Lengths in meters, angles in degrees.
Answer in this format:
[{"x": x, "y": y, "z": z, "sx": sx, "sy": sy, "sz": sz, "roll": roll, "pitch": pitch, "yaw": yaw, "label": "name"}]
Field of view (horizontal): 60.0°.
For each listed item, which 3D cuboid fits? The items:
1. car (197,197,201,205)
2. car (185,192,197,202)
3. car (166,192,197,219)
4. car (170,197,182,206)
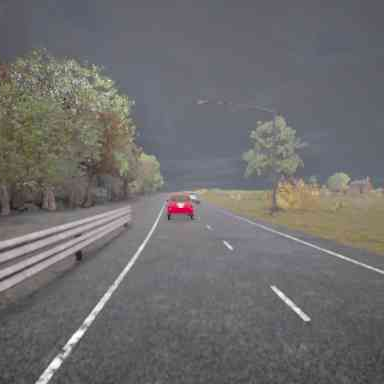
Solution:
[{"x": 0.447, "y": 1.593, "z": 59.687, "sx": 1.895, "sy": 1.301, "sz": 4.718, "roll": 0, "pitch": 0, "yaw": -4, "label": "car"}, {"x": -0.173, "y": 1.045, "z": 69.675, "sx": 2.150, "sy": 2.045, "sz": 5.566, "roll": 0, "pitch": 0, "yaw": -4, "label": "car"}, {"x": -1.054, "y": 1.225, "z": 28.964, "sx": 2.150, "sy": 2.045, "sz": 5.566, "roll": 0, "pitch": 0, "yaw": -4, "label": "car"}, {"x": -2.617, "y": 1.563, "z": 54.146, "sx": 1.994, "sy": 1.385, "sz": 4.181, "roll": 0, "pitch": 0, "yaw": -4, "label": "car"}]
